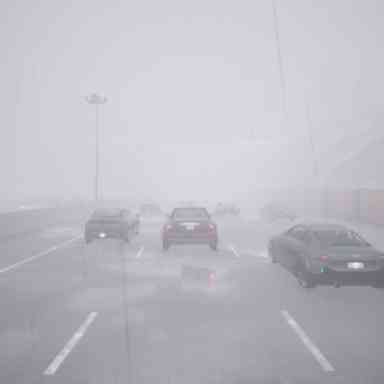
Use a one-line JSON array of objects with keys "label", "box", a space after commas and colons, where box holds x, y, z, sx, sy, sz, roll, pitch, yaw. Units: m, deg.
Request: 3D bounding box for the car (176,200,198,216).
[{"label": "car", "box": [-0.504, 1.488, 32.394, 1.994, 1.385, 4.181, 0, 0, -1]}]

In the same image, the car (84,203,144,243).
[{"label": "car", "box": [-3.640, 1.469, 15.750, 1.837, 1.490, 4.892, 0, 0, -1]}]

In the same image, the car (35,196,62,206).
[{"label": "car", "box": [-22.081, 1.376, 52.106, 2.128, 1.511, 4.902, 0, 0, -1]}]

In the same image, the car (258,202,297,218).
[{"label": "car", "box": [6.640, 1.484, 26.041, 2.033, 1.411, 5.357, 0, 0, -1]}]

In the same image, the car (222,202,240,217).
[{"label": "car", "box": [3.046, 1.529, 30.235, 1.895, 1.301, 4.718, 0, 0, -1]}]

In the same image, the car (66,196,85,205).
[{"label": "car", "box": [-18.601, 1.427, 53.643, 2.033, 1.411, 5.357, 0, 0, -1]}]

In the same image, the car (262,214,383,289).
[{"label": "car", "box": [3.485, 1.541, 9.148, 1.994, 1.385, 4.181, 0, 0, -1]}]

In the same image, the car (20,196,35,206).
[{"label": "car", "box": [-25.601, 1.428, 53.734, 2.033, 1.411, 5.357, 0, 0, -1]}]

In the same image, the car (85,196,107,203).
[{"label": "car", "box": [-15.101, 1.426, 53.716, 2.033, 1.411, 5.357, 0, 0, -1]}]

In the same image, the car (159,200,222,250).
[{"label": "car", "box": [-0.113, 1.318, 14.325, 2.097, 1.767, 4.553, 0, 0, -1]}]

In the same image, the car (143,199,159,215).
[{"label": "car", "box": [-4.027, 1.450, 32.822, 1.812, 1.442, 4.674, 0, 0, -1]}]
